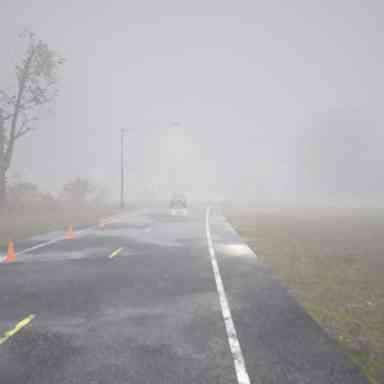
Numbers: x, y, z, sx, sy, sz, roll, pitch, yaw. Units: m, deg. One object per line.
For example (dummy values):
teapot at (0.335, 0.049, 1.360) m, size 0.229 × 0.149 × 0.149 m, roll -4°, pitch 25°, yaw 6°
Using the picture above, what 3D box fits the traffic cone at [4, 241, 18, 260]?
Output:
traffic cone at (-5.945, 1.921, 10.921) m, size 0.340 × 0.580 × 0.340 m, roll 0°, pitch 0°, yaw 1°

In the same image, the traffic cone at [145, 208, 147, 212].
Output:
traffic cone at (-4.979, 1.868, 36.029) m, size 0.340 × 0.580 × 0.340 m, roll 0°, pitch 0°, yaw 3°

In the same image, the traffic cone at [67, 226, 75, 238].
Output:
traffic cone at (-5.833, 1.909, 15.946) m, size 0.340 × 0.580 × 0.340 m, roll 0°, pitch 0°, yaw 2°

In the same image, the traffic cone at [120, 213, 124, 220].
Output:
traffic cone at (-5.485, 1.887, 25.991) m, size 0.340 × 0.580 × 0.340 m, roll 0°, pitch 0°, yaw 2°

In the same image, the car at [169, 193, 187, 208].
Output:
car at (-1.863, 1.121, 45.439) m, size 2.150 × 2.045 × 5.566 m, roll 0°, pitch 0°, yaw -3°
